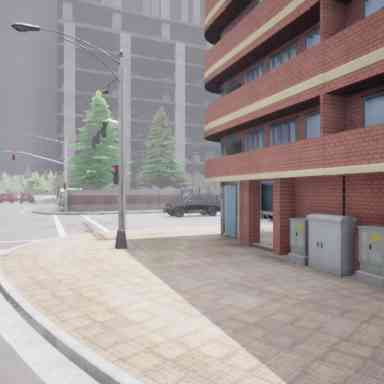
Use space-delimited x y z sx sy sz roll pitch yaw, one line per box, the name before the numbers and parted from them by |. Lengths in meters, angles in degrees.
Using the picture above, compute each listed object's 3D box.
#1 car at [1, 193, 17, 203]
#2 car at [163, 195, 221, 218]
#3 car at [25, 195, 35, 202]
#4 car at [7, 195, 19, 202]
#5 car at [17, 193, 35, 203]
car | -37.932 1.225 68.542 2.150 2.045 5.566 0 0 -23
car | 0.122 1.277 31.354 5.566 2.045 2.150 0 0 -22
car | -38.677 1.524 79.316 1.812 1.442 4.674 0 0 -23
car | -42.064 1.540 78.341 2.033 1.411 5.357 0 0 -23
car | -34.564 1.225 69.562 2.150 2.045 5.566 0 0 -23
